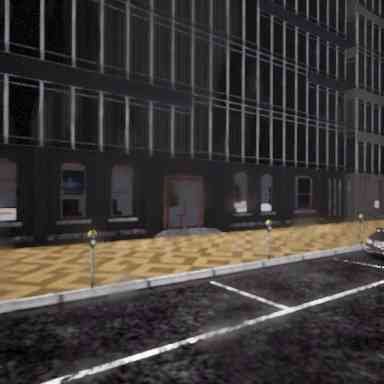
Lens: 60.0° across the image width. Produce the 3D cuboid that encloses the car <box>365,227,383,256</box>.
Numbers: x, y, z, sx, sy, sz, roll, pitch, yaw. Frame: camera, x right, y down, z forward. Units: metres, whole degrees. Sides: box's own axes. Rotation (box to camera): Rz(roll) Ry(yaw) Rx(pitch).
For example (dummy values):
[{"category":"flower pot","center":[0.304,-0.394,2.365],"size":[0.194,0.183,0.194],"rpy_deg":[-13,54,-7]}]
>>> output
[{"category":"car","center":[8.178,1.677,12.388],"size":[4.403,1.369,2.008],"rpy_deg":[1,0,-35]}]
